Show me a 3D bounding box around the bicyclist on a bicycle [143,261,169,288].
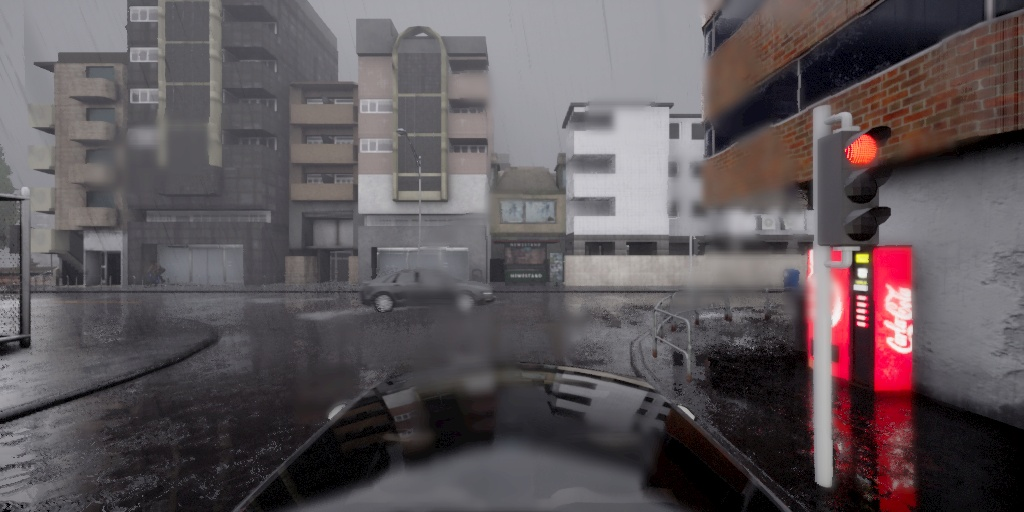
[{"bbox_3d":[-21.609,1.099,21.745,0.582,1.620,1.656,0,0,0],"label":"bicyclist on a bicycle"}]

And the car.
[{"bbox_3d":[-3.078,1.256,13.358,4.892,1.490,1.837,0,0,0],"label":"car"}]
